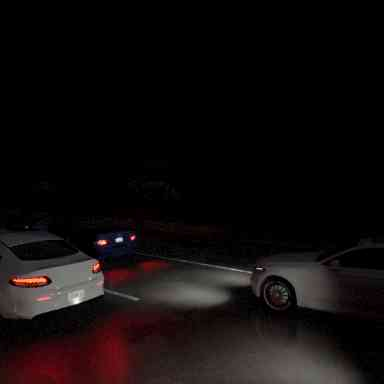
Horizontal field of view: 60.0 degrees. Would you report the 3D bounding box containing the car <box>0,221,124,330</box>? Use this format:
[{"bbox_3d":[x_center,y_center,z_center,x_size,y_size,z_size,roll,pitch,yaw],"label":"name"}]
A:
[{"bbox_3d":[-3.720,1.455,6.676,4.674,1.442,1.812,1,1,36],"label":"car"}]

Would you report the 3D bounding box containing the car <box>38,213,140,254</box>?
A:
[{"bbox_3d":[-4.196,1.429,11.335,5.357,1.411,2.033,1,1,36],"label":"car"}]

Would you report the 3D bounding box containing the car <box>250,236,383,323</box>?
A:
[{"bbox_3d":[3.332,1.524,5.915,4.674,1.442,1.812,0,0,36],"label":"car"}]
